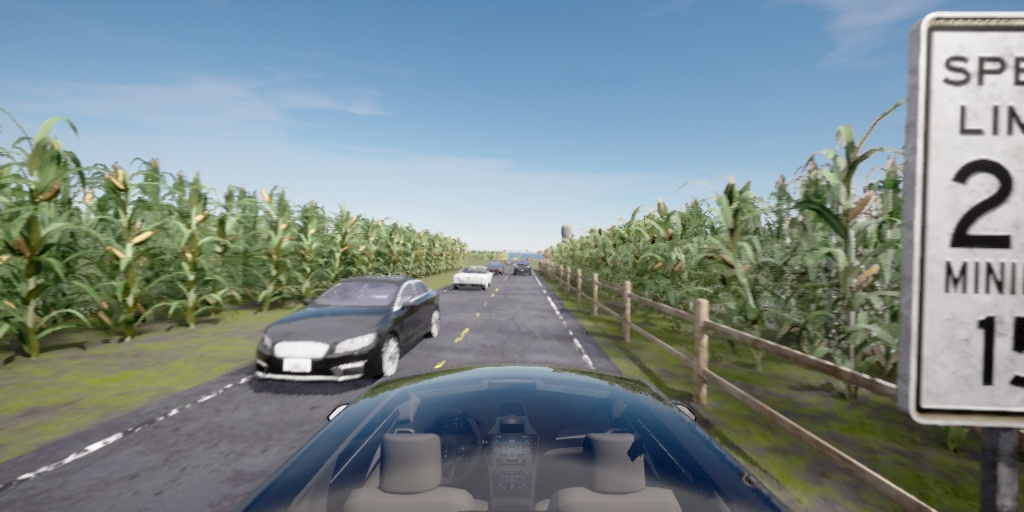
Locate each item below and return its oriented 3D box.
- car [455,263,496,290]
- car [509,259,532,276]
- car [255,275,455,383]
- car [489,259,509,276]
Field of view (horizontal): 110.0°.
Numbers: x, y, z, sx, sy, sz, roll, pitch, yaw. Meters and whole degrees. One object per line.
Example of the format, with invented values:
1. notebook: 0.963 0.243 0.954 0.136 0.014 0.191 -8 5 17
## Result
1. car: -2.308 1.288 21.792 1.895 1.301 4.718 1 0 2
2. car: 1.145 1.260 38.363 2.128 1.511 4.902 1 0 2
3. car: -2.749 1.175 7.179 2.128 1.511 4.902 1 0 2
4. car: -1.728 1.250 37.786 2.033 1.411 5.357 1 0 2
